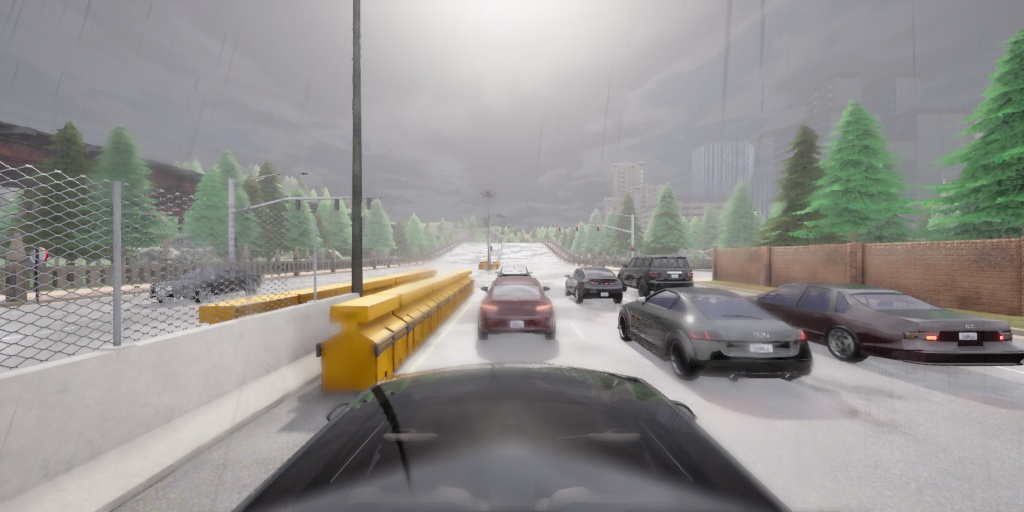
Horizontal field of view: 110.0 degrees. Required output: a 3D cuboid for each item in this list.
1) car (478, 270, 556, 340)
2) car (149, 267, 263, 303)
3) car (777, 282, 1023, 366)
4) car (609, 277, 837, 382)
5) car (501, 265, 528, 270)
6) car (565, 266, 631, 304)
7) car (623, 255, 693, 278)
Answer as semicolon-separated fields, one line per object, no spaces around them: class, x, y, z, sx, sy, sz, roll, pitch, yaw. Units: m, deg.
car;0.109;1.276;9.863;1.812;1.442;4.674;0;0;0
car;-13.987;1.278;16.776;2.128;1.511;4.902;0;0;0
car;7.106;1.297;8.099;2.033;1.411;5.357;0;0;0
car;3.610;1.314;7.234;1.994;1.385;4.181;0;0;-1
car;0.116;1.241;19.109;2.128;1.511;4.902;0;0;0
car;3.613;1.255;16.401;1.837;1.490;4.892;0;0;0
car;7.114;0.972;18.341;2.150;2.045;5.566;0;0;0
